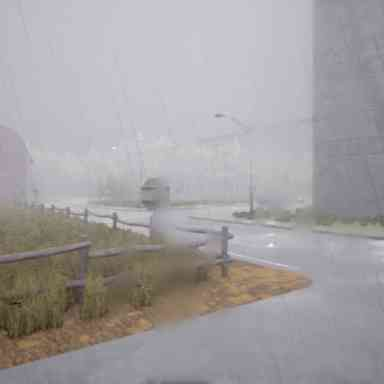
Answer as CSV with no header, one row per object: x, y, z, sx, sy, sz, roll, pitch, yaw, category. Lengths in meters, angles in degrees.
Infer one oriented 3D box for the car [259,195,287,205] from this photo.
13.242,1.503,54.288,2.242,1.667,4.611,0,0,-36,car

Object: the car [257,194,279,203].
16.790,1.341,73.249,1.932,1.855,4.605,0,0,-36,car
